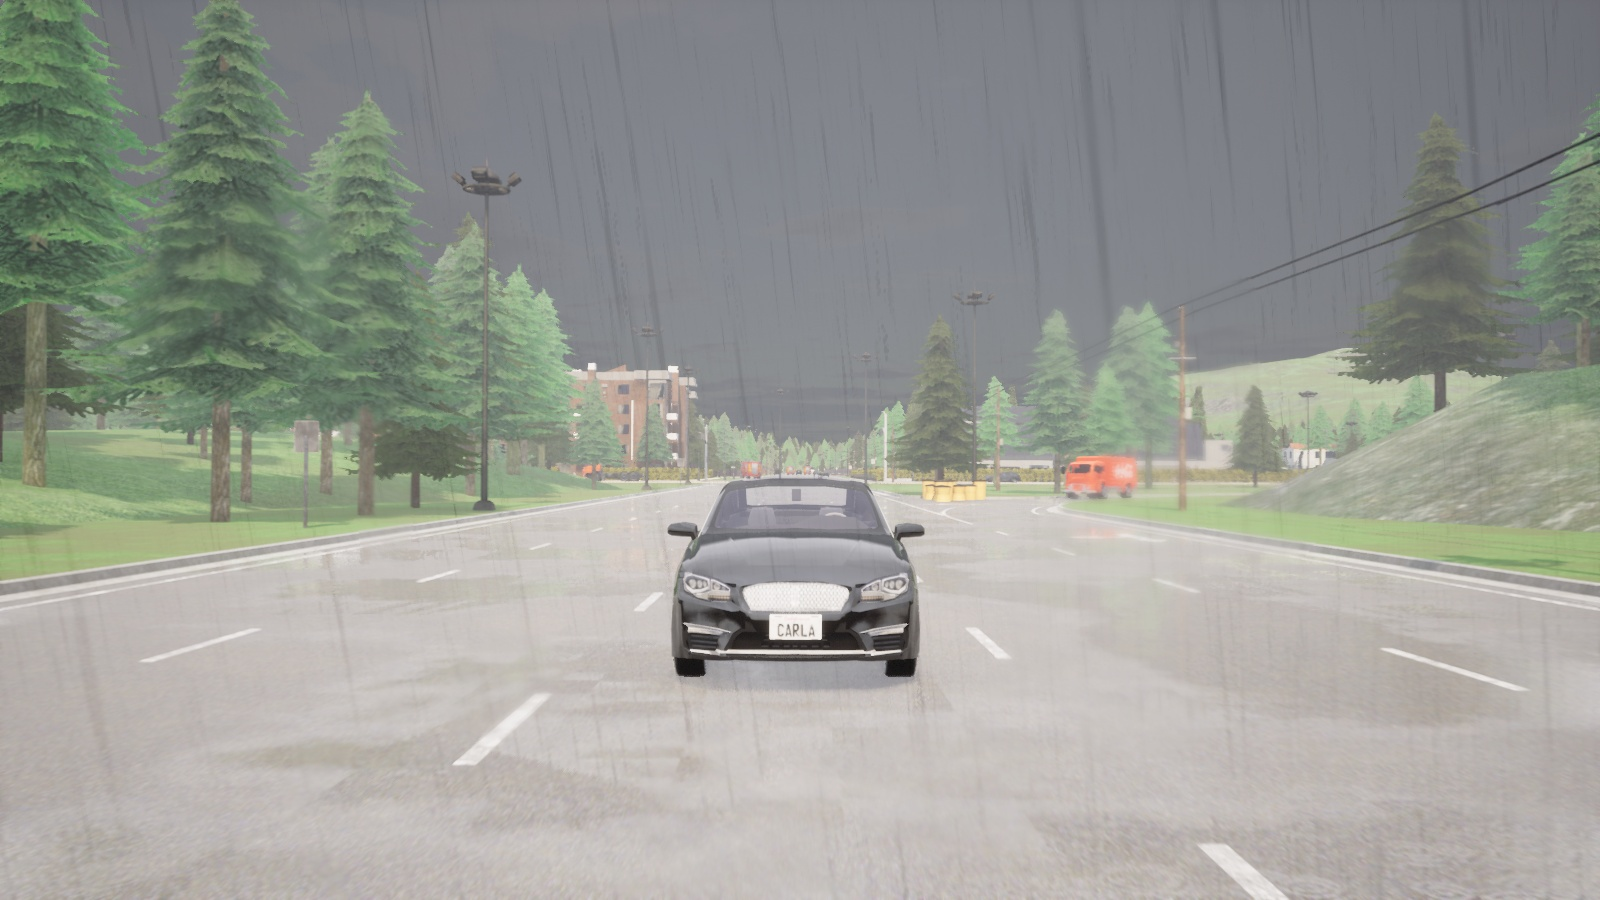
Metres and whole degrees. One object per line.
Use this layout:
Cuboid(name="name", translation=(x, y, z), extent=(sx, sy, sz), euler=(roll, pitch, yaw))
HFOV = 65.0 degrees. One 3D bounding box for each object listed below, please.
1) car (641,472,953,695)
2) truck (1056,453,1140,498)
Cuboid(name="car", translation=(-0.027, 0.956, 11.063), extent=(2.128, 1.511, 4.902), euler=(0, -1, 0))
Cuboid(name="truck", translation=(17.130, 1.466, 72.066), extent=(2.627, 2.467, 5.204), euler=(-1, -1, 40))
